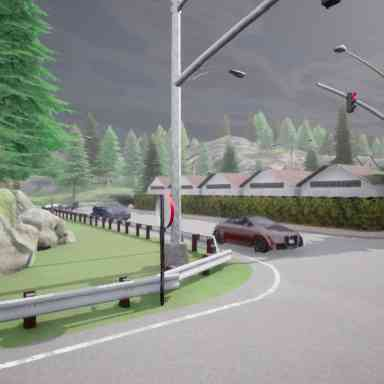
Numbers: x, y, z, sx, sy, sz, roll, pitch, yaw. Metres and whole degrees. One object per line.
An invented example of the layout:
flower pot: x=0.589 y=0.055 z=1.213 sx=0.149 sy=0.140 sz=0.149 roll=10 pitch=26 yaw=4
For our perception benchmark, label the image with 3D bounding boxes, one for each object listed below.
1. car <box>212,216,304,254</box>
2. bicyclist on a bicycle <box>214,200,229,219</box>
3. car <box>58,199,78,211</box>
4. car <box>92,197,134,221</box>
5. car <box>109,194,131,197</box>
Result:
car: x=2.765 y=1.755 z=14.697 sx=1.994 sy=1.385 sz=4.181 roll=0 pitch=0 yaw=-35
bicyclist on a bicycle: x=2.525 y=1.494 z=28.091 sx=1.656 sy=1.620 sz=0.582 roll=0 pitch=0 yaw=-35
car: x=-16.395 y=1.675 z=44.148 sx=2.128 sy=1.511 sz=4.902 roll=0 pitch=0 yaw=-9
car: x=-6.992 y=1.543 z=28.679 sx=2.097 sy=1.767 sz=4.553 roll=0 pitch=0 yaw=-35
car: x=-10.955 y=1.398 z=53.198 sx=2.150 sy=2.045 sz=5.566 roll=0 pitch=0 yaw=33
